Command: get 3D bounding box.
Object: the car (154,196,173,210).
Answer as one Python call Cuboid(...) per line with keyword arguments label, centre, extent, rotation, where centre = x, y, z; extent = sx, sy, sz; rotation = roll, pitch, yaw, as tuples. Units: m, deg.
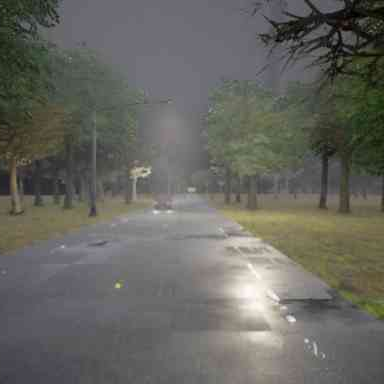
Cuboid(label="car", centre=(-3.602, 1.358, 42.237), extent=(2.097, 1.767, 4.553), rotation=(0, 0, 0))
